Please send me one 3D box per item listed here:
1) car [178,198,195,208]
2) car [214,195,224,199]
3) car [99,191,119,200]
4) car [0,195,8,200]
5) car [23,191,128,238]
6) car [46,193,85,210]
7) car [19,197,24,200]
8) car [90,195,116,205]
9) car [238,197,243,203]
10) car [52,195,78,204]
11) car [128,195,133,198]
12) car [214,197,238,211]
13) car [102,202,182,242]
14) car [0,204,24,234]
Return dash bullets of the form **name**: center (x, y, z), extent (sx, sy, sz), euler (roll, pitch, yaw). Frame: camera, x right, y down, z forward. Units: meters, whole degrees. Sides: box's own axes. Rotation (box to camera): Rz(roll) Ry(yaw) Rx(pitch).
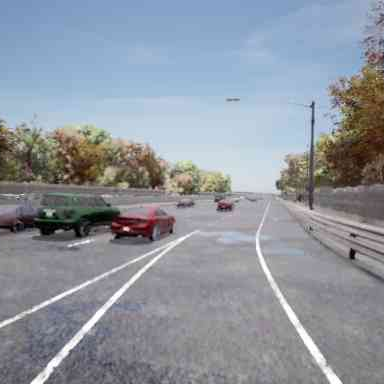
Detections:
- **car**: center (-0.875, 1.723, 52.111), extent (2.033, 1.411, 5.357), euler (2, 0, 14)
- **car**: center (7.103, 1.775, 85.229), extent (2.150, 2.045, 5.566), euler (2, 0, 14)
- **car**: center (-17.784, 0.772, 71.515), extent (2.097, 1.767, 4.553), euler (2, 0, 14)
- **car**: center (-25.141, 0.949, 41.219), extent (2.128, 1.511, 4.902), euler (1, 0, 14)
- **car**: center (-5.663, 1.102, 17.211), extent (2.150, 2.045, 5.566), euler (1, 0, 13)
- **car**: center (-14.814, 1.085, 39.297), extent (2.097, 1.767, 4.553), euler (2, 0, 14)
- **car**: center (-18.205, 0.864, 40.123), extent (2.150, 2.045, 5.566), euler (1, 0, 14)
- **car**: center (-14.596, 1.290, 55.041), extent (1.882, 1.535, 5.008), euler (2, 0, 14)
- **car**: center (11.915, 2.301, 90.308), extent (1.895, 1.301, 4.718), euler (2, 0, 14)
- **car**: center (-21.471, 1.192, 56.354), extent (1.994, 1.385, 4.181), euler (2, 0, 14)
- **car**: center (-11.109, 1.258, 54.576), extent (2.097, 1.767, 4.553), euler (2, 0, 14)
- **car**: center (4.657, 1.773, 45.207), extent (1.882, 1.535, 5.008), euler (2, 0, 14)
- **car**: center (-2.229, 1.450, 16.533), extent (1.882, 1.535, 5.008), euler (1, 0, 13)
- **car**: center (-9.108, 1.337, 17.882), extent (2.033, 1.411, 5.357), euler (2, 0, 13)
